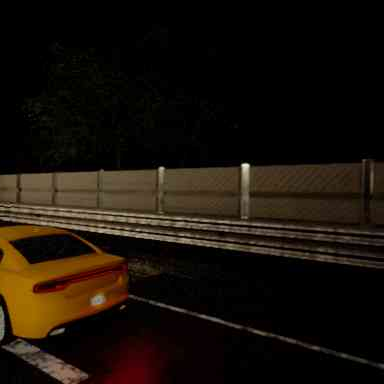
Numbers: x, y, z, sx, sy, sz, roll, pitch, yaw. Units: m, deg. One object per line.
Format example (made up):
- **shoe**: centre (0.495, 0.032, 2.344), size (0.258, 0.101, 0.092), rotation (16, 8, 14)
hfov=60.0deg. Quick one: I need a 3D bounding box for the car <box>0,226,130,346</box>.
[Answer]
- **car**: centre (-3.377, 1.389, 6.280), size (5.008, 1.535, 1.882), rotation (1, 1, 36)
